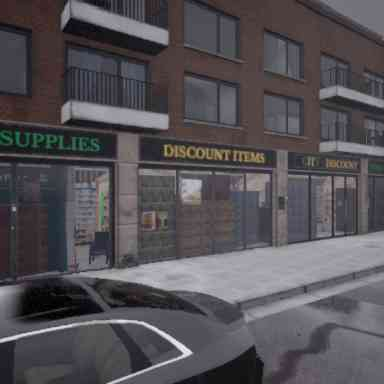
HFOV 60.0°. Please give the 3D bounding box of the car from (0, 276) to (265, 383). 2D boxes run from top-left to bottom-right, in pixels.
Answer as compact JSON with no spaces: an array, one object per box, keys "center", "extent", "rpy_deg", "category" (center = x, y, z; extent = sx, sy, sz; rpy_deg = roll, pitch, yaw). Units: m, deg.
[{"center":[-1.642,1.505,2.213],"extent":[4.892,1.490,1.837],"rpy_deg":[0,0,-35],"category":"car"}]
